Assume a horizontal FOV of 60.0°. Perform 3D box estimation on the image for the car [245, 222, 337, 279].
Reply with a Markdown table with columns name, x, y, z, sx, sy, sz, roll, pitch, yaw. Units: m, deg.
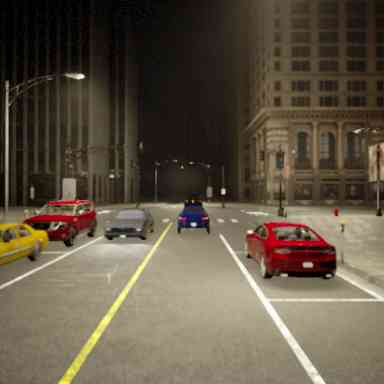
| name | x | y | z | sx | sy | sz | roll | pitch | yaw |
| --- | --- | --- | --- | --- | --- | --- | --- | --- | --- |
| car | 2.673 | 1.547 | 9.886 | 1.887 | 1.381 | 4.507 | 0 | 0 | 0 |

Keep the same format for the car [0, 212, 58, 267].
| name | x | y | z | sx | sy | sz | roll | pitch | yaw |
| --- | --- | --- | --- | --- | --- | --- | --- | --- | --- |
| car | -5.852 | 1.528 | 9.717 | 1.752 | 1.417 | 4.829 | 0 | 0 | 0 |

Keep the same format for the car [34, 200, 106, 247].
| name | x | y | z | sx | sy | sz | roll | pitch | yaw |
| --- | --- | --- | --- | --- | --- | --- | --- | --- | --- |
| car | -5.851 | 1.323 | 15.347 | 2.192 | 1.841 | 5.009 | 0 | 0 | 0 |

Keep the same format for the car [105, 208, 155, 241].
| name | x | y | z | sx | sy | sz | roll | pitch | yaw |
| --- | --- | --- | --- | --- | --- | --- | --- | --- | --- |
| car | -3.009 | 1.558 | 17.174 | 2.033 | 1.411 | 5.357 | 0 | 0 | 0 |

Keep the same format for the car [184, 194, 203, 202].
| name | x | y | z | sx | sy | sz | roll | pitch | yaw |
| --- | --- | --- | --- | --- | --- | --- | --- | --- | --- |
| car | 0.150 | 1.270 | 42.273 | 2.150 | 2.045 | 5.566 | 0 | 0 | 0 |

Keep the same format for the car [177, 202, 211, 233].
| name | x | y | z | sx | sy | sz | roll | pitch | yaw |
| --- | --- | --- | --- | --- | --- | --- | --- | --- | --- |
| car | 0.119 | 1.539 | 19.628 | 1.812 | 1.442 | 4.674 | 0 | 0 | 1 |
